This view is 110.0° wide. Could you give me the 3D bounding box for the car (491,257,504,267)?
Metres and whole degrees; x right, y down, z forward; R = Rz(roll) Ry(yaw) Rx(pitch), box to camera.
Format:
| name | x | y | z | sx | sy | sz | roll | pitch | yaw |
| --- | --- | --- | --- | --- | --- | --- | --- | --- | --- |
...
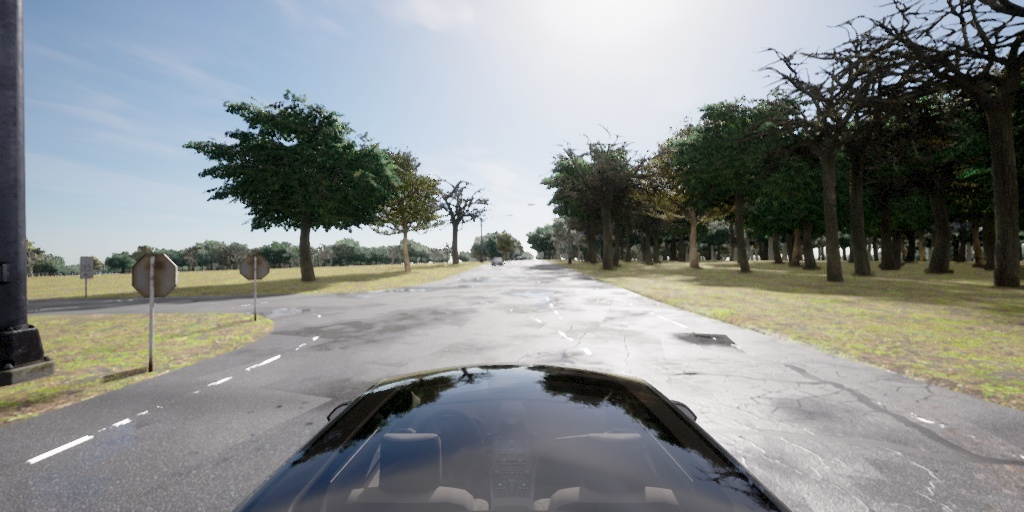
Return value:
| name | x | y | z | sx | sy | sz | roll | pitch | yaw |
| --- | --- | --- | --- | --- | --- | --- | --- | --- | --- |
| car | -2.404 | 0.960 | 59.591 | 2.128 | 1.511 | 4.902 | -1 | 1 | 1 |
